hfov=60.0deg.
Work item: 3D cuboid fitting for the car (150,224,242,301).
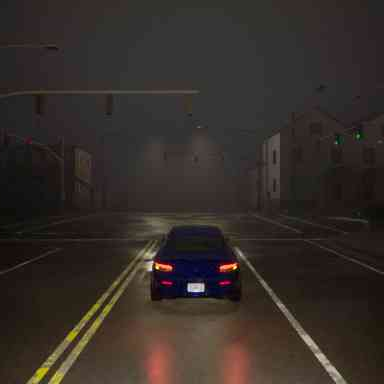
[{"bbox_3d":[0.089,1.526,8.184,1.812,1.442,4.674,0,0,0],"label":"car"}]

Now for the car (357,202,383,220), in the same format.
[{"bbox_3d":[16.378,1.526,27.930,4.674,1.442,1.812,0,0,-1],"label":"car"}]
